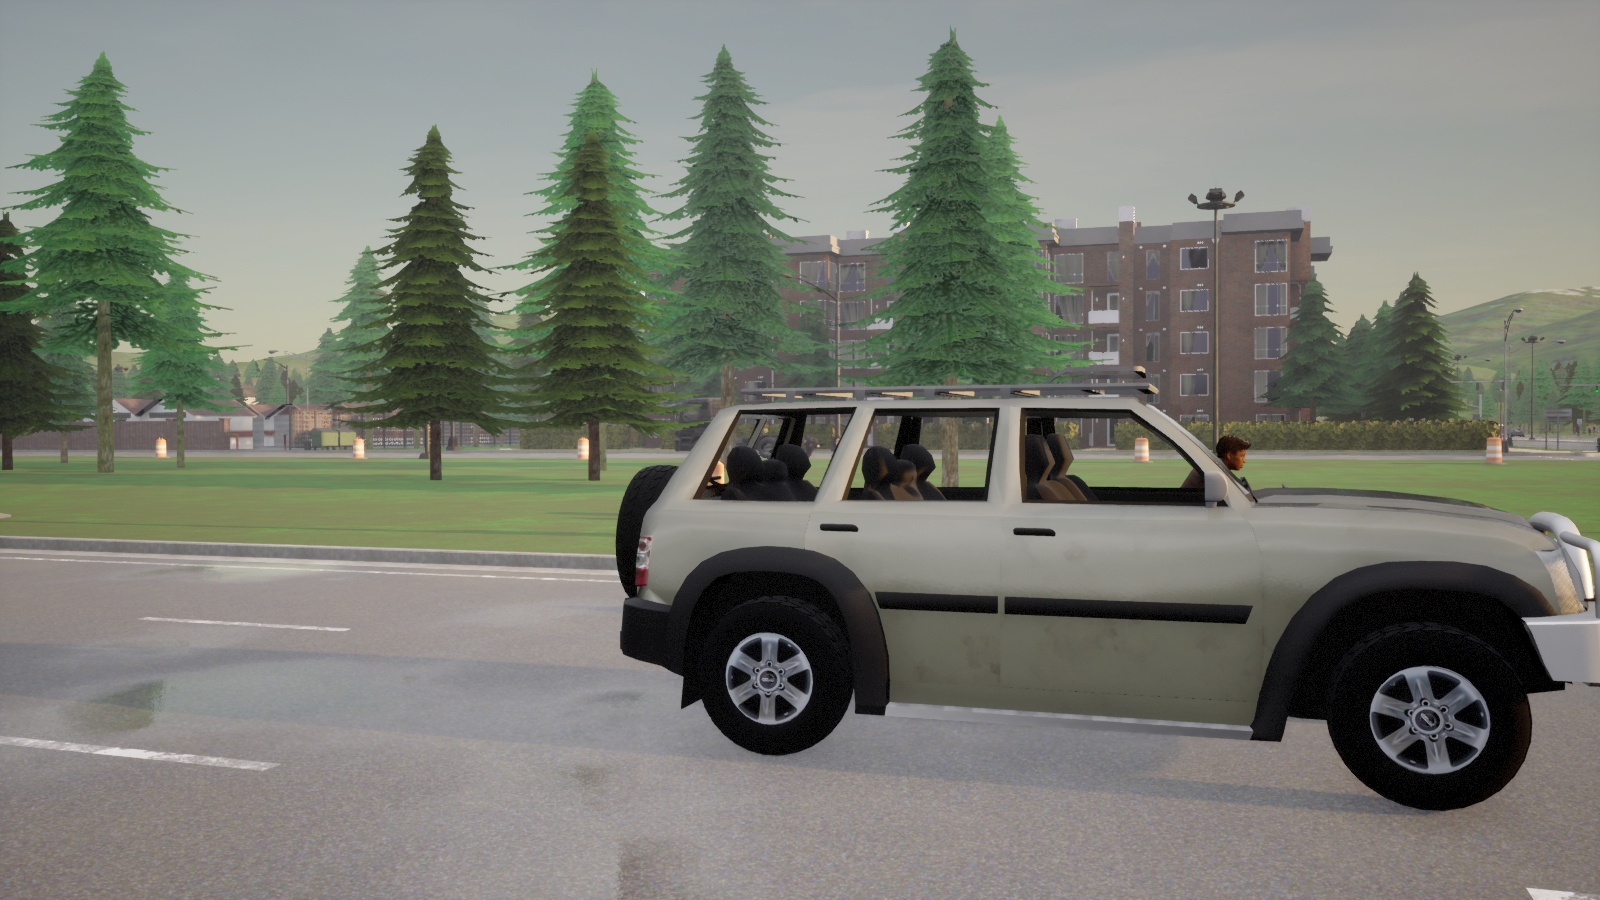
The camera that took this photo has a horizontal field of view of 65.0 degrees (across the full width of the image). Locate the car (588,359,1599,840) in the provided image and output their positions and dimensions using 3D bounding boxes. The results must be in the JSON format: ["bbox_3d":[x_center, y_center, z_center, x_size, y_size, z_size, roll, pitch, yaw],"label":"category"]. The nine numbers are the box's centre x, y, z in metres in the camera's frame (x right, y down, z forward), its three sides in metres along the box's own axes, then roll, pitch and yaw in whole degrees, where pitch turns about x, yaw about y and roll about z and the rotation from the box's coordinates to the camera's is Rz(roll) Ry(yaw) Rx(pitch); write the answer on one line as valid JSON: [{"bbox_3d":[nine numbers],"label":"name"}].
[{"bbox_3d":[1.444,0.546,6.396,4.605,1.855,1.932,1,1,18],"label":"car"}]

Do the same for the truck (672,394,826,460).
[{"bbox_3d":[-2.813,-1.271,68.999,7.936,3.462,2.891,1,1,19],"label":"truck"}]

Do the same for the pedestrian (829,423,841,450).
[{"bbox_3d":[2.405,-0.917,86.310,0.726,1.835,0.370,1,1,20],"label":"pedestrian"}]
